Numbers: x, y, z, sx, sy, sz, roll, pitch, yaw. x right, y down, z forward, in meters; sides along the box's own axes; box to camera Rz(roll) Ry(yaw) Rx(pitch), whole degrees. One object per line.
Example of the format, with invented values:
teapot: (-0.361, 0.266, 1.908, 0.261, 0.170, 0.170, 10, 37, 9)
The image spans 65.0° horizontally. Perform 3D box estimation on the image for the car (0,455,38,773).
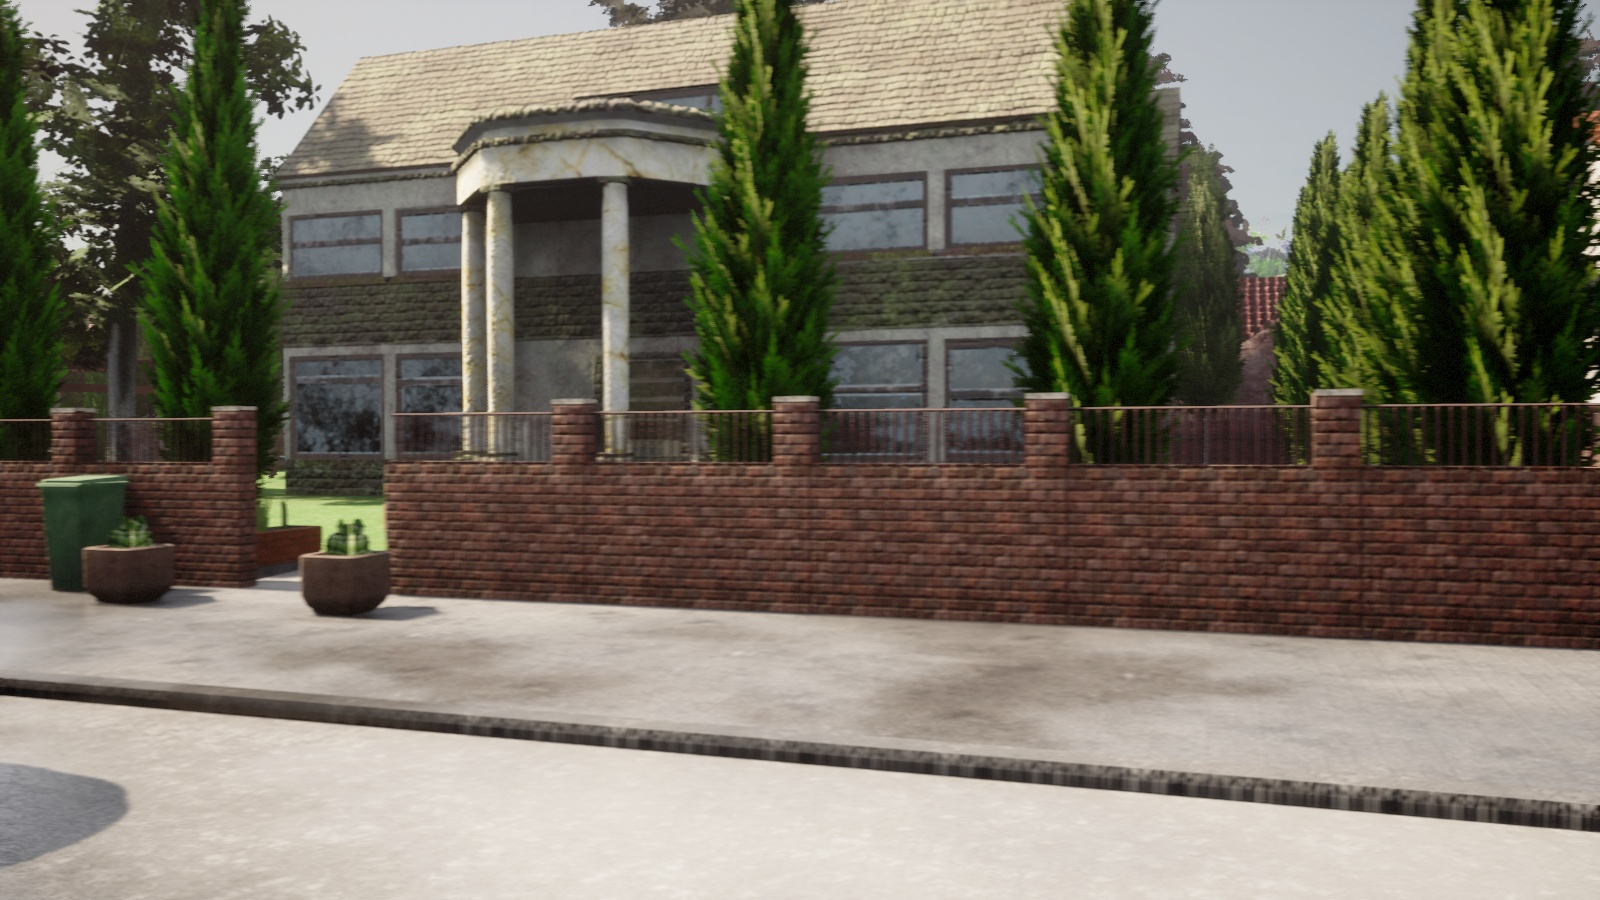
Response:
car: (-6.079, 0.737, 5.767, 4.674, 1.442, 1.812, 1, 1, 19)
